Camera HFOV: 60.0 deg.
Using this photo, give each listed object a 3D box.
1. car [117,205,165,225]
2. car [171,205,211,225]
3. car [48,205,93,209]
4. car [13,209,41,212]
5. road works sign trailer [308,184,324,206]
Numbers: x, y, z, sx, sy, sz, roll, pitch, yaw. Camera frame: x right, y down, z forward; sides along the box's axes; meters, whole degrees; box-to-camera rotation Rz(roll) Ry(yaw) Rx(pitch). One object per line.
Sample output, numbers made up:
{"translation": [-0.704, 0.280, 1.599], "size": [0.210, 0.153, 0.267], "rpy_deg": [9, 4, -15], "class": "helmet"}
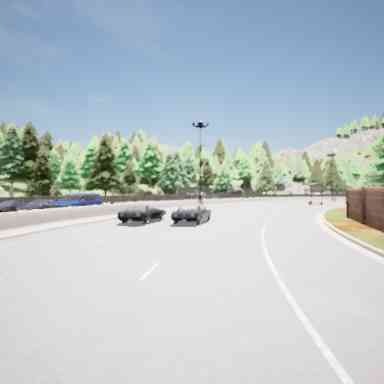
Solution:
{"translation": [-3.503, 1.557, 24.069], "size": [1.895, 1.301, 4.718], "rpy_deg": [0, 0, 15], "class": "car"}
{"translation": [0.084, 1.573, 23.950], "size": [1.895, 1.301, 4.718], "rpy_deg": [0, 0, 16], "class": "car"}
{"translation": [-9.762, 1.146, 28.312], "size": [2.150, 2.045, 5.566], "rpy_deg": [0, 0, 17], "class": "car"}
{"translation": [-13.132, 1.400, 29.083], "size": [2.128, 1.511, 4.902], "rpy_deg": [0, 0, 17], "class": "car"}
{"translation": [21.597, 0.493, 57.371], "size": [2.380, 3.560, 2.880], "rpy_deg": [0, 0, 44], "class": "road works sign trailer"}
